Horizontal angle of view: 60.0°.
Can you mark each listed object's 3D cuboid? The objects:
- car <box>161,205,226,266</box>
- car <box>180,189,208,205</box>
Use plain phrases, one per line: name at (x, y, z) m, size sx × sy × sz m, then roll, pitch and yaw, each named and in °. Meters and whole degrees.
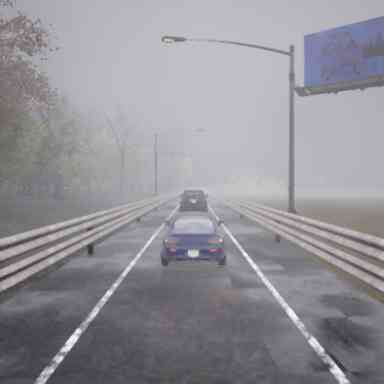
car at (0.066, 1.354, 10.762) m, size 1.812 × 1.442 × 4.674 m, roll 0°, pitch 1°, yaw 1°
car at (0.150, 0.787, 27.677) m, size 2.150 × 2.045 × 5.566 m, roll 0°, pitch 1°, yaw 1°
